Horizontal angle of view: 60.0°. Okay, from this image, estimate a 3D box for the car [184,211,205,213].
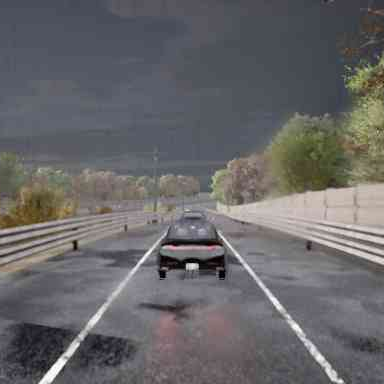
[{"bbox_3d":[0.098,2.072,23.085,1.837,1.490,4.892,0,-3,1],"label":"car"}]

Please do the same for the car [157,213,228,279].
[{"bbox_3d":[0.006,1.626,10.414,2.128,1.511,4.902,0,-1,0],"label":"car"}]

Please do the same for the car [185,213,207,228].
[{"bbox_3d":[0.400,2.612,31.428,1.895,1.301,4.718,0,-3,2],"label":"car"}]

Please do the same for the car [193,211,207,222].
[{"bbox_3d":[1.190,3.456,47.773,1.882,1.535,5.008,0,-4,4],"label":"car"}]
